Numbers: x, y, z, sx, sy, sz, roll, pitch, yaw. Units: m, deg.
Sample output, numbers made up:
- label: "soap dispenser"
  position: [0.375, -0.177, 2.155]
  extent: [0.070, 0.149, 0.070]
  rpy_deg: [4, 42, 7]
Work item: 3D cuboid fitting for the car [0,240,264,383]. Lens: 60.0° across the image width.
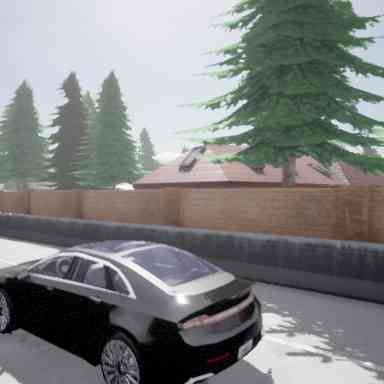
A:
- label: "car"
  position: [-1.337, 1.516, 5.135]
  extent: [4.902, 1.511, 2.128]
  rpy_deg: [0, 0, 37]
